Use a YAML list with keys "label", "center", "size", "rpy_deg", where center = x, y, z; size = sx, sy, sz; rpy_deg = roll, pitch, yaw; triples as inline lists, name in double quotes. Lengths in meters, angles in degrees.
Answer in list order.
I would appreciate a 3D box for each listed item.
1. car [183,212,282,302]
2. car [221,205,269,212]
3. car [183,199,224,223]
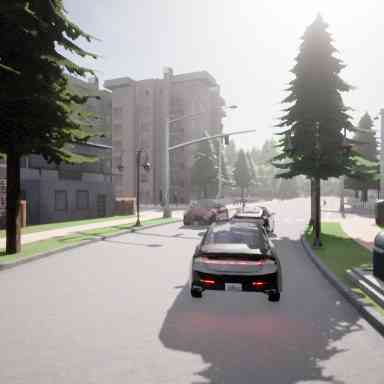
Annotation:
- label: "car"
  center: [1.111, 1.492, 8.367]
  size: [2.128, 1.511, 4.902]
  rpy_deg: [0, 0, 9]
- label: "car"
  center: [3.242, 1.491, 17.473]
  size: [2.128, 1.511, 4.902]
  rpy_deg: [0, 0, 18]
- label: "car"
  center: [1.041, 1.351, 22.569]
  size: [2.097, 1.767, 4.553]
  rpy_deg: [0, 0, 21]
